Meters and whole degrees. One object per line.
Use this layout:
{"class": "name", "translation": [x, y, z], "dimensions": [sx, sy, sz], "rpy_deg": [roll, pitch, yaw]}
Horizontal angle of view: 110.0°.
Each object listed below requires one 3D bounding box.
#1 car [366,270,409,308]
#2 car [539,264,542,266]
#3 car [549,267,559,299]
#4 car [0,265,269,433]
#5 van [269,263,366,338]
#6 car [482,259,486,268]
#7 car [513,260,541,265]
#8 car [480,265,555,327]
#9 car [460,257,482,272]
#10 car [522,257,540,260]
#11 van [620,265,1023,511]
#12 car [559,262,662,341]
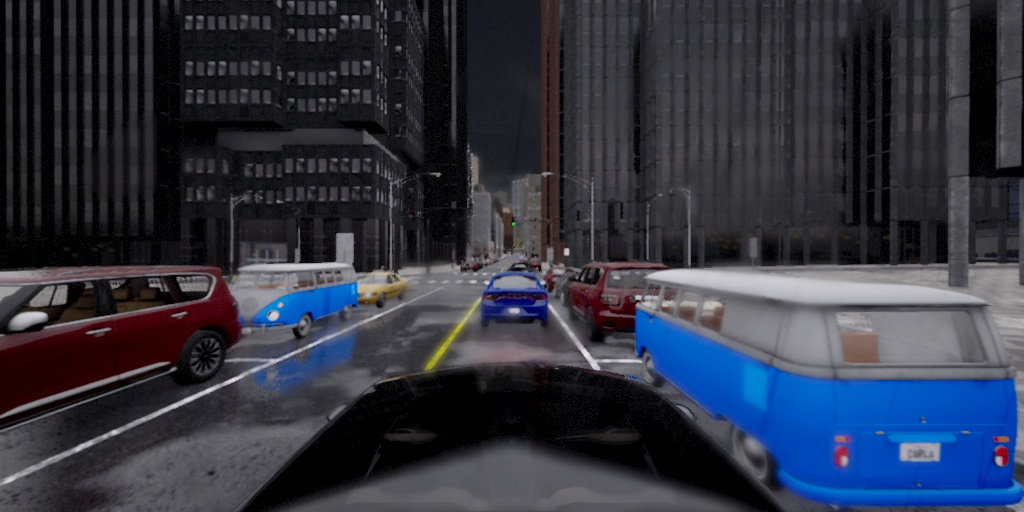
{"class": "car", "translation": [-5.731, 1.282, 15.191], "dimensions": [1.751, 1.417, 4.829], "rpy_deg": [0, 0, 0]}
{"class": "car", "translation": [2.809, 1.306, 20.854], "dimensions": [1.888, 1.381, 4.507], "rpy_deg": [0, 0, 0]}
{"class": "car", "translation": [2.797, 1.307, 15.329], "dimensions": [2.007, 1.370, 4.403], "rpy_deg": [0, 0, 0]}
{"class": "car", "translation": [-5.759, 1.066, 4.312], "dimensions": [2.192, 1.841, 5.009], "rpy_deg": [0, 0, 0]}
{"class": "van", "translation": [-5.745, 1.095, 9.837], "dimensions": [1.690, 1.789, 3.998], "rpy_deg": [0, 0, 0]}
{"class": "car", "translation": [-5.636, 1.114, 53.568], "dimensions": [2.192, 1.841, 5.009], "rpy_deg": [0, 0, 0]}
{"class": "car", "translation": [0.902, 1.281, 27.879], "dimensions": [1.837, 1.490, 4.892], "rpy_deg": [-1, 0, 12]}
{"class": "car", "translation": [0.099, 1.232, 11.561], "dimensions": [1.882, 1.535, 5.008], "rpy_deg": [0, 0, 1]}
{"class": "car", "translation": [-5.650, 1.105, 47.925], "dimensions": [2.192, 1.841, 5.009], "rpy_deg": [0, 0, 0]}
{"class": "car", "translation": [2.875, 1.105, 47.895], "dimensions": [2.192, 1.841, 5.009], "rpy_deg": [0, 0, 0]}
{"class": "van", "translation": [2.773, 1.092, 4.278], "dimensions": [1.690, 1.789, 3.998], "rpy_deg": [0, 0, 0]}
{"class": "car", "translation": [2.785, 1.068, 9.804], "dimensions": [2.192, 1.841, 5.009], "rpy_deg": [0, 0, 0]}
